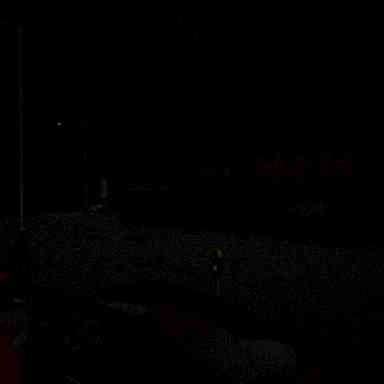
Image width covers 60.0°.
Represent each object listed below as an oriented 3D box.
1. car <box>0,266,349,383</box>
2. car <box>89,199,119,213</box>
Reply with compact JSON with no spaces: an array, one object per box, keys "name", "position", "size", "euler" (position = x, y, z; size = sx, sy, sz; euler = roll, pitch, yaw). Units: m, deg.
[{"name":"car","position":[-0.653,1.583,3.289],"size":[4.206,1.307,1.802],"euler":[0,-1,35]},{"name":"car","position":[-8.356,1.420,34.675],"size":[1.895,1.301,4.718],"euler":[-1,0,36]}]
